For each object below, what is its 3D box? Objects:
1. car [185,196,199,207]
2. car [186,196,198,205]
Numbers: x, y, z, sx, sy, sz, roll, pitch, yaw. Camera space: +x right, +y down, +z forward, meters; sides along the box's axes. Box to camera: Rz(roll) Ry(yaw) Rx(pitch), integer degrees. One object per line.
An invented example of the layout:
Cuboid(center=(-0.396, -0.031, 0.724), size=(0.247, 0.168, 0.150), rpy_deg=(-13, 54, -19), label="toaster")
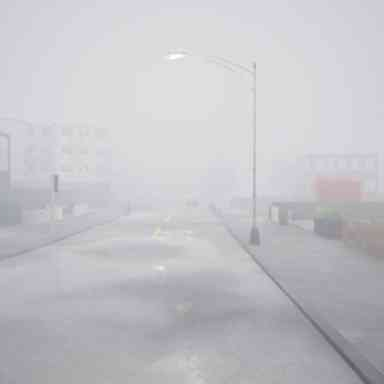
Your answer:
Cuboid(center=(0.000, 1.429, 48.553), size=(2.128, 1.511, 4.902), rpy_deg=(0, 0, 0), label="car")
Cuboid(center=(-0.003, 1.415, 58.837), size=(2.128, 1.511, 4.902), rpy_deg=(0, 0, 0), label="car")
